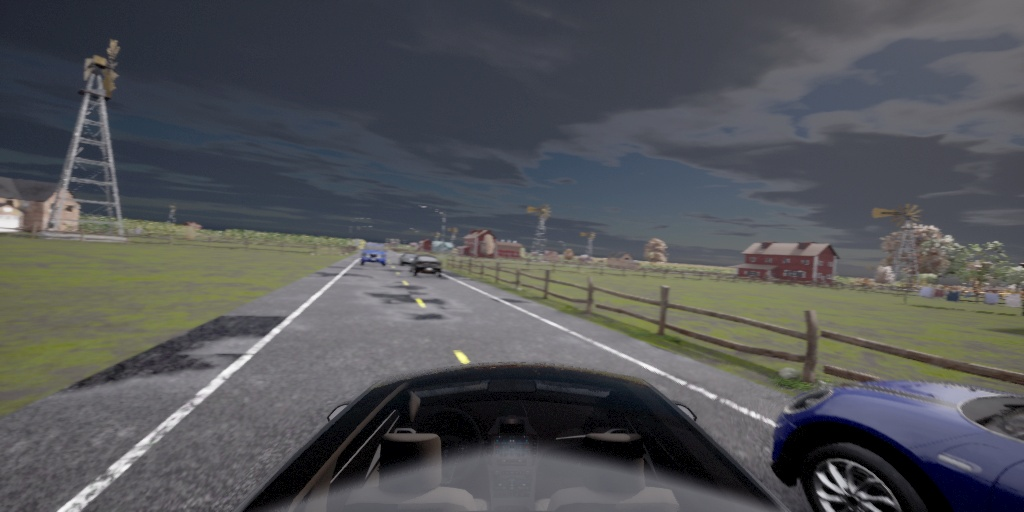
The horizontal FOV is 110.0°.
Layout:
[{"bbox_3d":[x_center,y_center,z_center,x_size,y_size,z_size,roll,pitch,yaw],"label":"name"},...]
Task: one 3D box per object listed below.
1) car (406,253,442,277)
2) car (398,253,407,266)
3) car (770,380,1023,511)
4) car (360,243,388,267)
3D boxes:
[{"bbox_3d":[-6.371,0.641,26.319,1.882,1.535,5.008,4,0,-20],"label":"car"},{"bbox_3d":[-10.989,0.337,38.356,1.994,1.385,4.181,4,0,-20],"label":"car"},{"bbox_3d":[4.022,1.409,1.715,2.097,1.767,4.553,4,0,-21],"label":"car"},{"bbox_3d":[-12.857,-0.135,33.421,2.150,2.045,5.566,4,0,-21],"label":"car"}]
